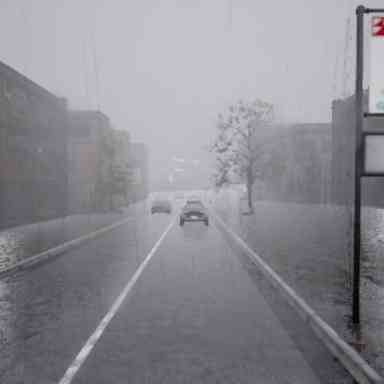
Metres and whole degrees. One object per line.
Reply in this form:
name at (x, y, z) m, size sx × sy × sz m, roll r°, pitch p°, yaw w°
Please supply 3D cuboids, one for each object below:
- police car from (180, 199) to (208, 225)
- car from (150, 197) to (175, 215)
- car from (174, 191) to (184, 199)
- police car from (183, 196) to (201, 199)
police car at (0.152, 1.497, 24.237) m, size 2.038 × 1.542 × 4.974 m, roll 0°, pitch 0°, yaw 0°
car at (-3.015, 1.493, 33.537) m, size 1.837 × 1.490 × 4.892 m, roll 0°, pitch 0°, yaw 0°
car at (-2.803, 0.679, 74.214) m, size 2.097 × 1.767 × 4.553 m, roll 0°, pitch 2°, yaw 0°
police car at (0.206, 1.411, 42.714) m, size 1.930 × 1.638 × 5.238 m, roll 0°, pitch 0°, yaw 0°
